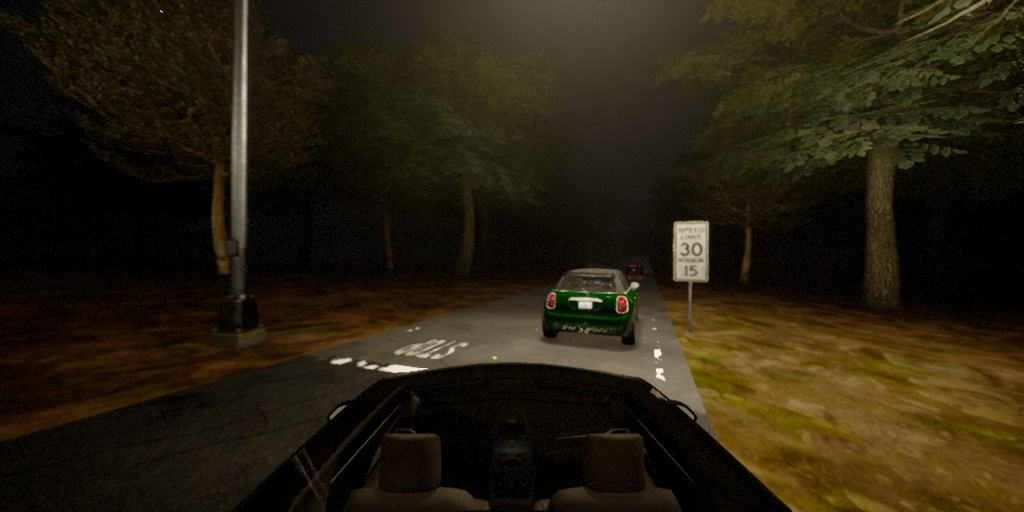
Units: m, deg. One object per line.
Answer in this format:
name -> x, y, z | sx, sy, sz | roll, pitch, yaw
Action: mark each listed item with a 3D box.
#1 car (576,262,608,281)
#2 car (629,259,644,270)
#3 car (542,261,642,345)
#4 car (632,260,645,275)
car -> 7.176, 1.309, 31.631 | 2.033, 1.411, 5.357 | 1, 0, 21
car -> 18.057, 1.241, 51.773 | 1.812, 1.442, 4.674 | 1, 1, 21
car -> 2.366, 1.114, 9.950 | 2.097, 1.767, 4.553 | 1, 0, 21
car -> 13.904, 1.266, 40.603 | 2.128, 1.511, 4.902 | 1, 0, 21
